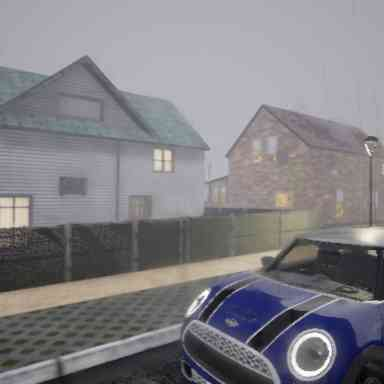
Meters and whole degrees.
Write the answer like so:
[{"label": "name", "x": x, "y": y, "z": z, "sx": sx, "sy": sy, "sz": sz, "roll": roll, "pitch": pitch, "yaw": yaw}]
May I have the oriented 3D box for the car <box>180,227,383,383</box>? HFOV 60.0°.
[{"label": "car", "x": 2.067, "y": 1.348, "z": 4.494, "sx": 4.553, "sy": 1.767, "sz": 2.097, "roll": 0, "pitch": 0, "yaw": -35}]
